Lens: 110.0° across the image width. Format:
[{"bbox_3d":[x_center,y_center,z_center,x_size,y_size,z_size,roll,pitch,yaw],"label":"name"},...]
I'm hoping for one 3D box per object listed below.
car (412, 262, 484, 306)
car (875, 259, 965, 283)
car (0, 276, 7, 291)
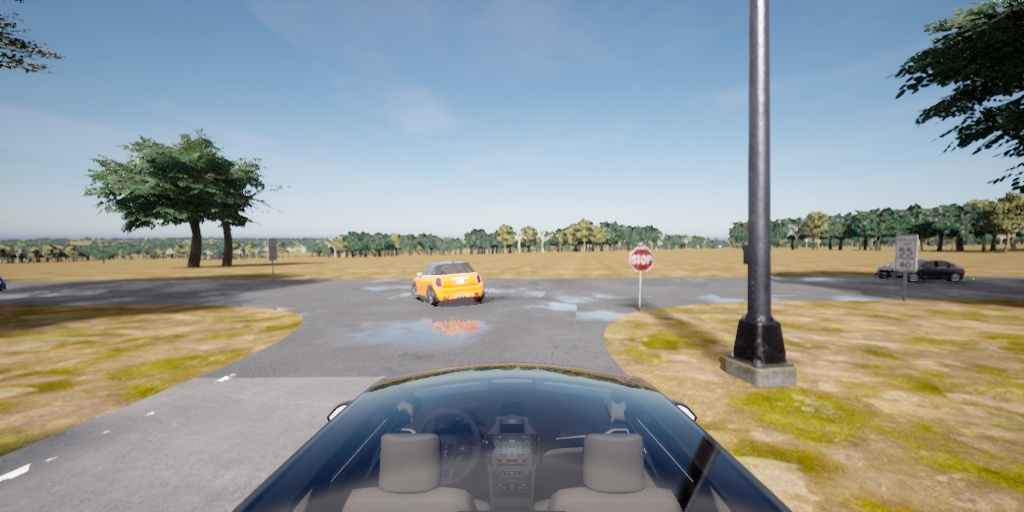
[{"bbox_3d":[-2.934,1.042,15.506,2.097,1.767,4.553,-4,0,-26],"label":"car"},{"bbox_3d":[26.939,0.935,23.713,4.892,1.490,1.837,1,4,-4],"label":"car"},{"bbox_3d":[-31.247,1.259,19.843,4.553,1.767,2.097,-1,3,3],"label":"car"}]
